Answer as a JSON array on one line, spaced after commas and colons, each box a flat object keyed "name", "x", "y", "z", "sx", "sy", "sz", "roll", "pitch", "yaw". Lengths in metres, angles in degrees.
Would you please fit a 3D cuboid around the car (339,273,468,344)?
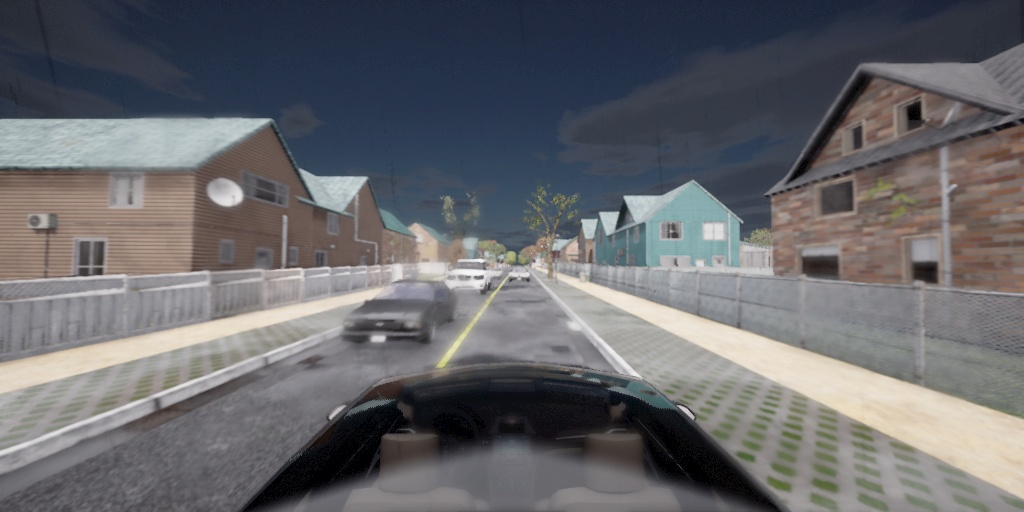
[{"name": "car", "x": -2.724, "y": 1.376, "z": 10.118, "sx": 2.033, "sy": 1.411, "sz": 5.357, "roll": 0, "pitch": -1, "yaw": 1}]

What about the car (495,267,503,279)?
[{"name": "car", "x": -2.018, "y": 1.848, "z": 38.605, "sx": 1.895, "sy": 1.301, "sz": 4.718, "roll": 0, "pitch": -1, "yaw": 1}]

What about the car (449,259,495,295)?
[{"name": "car", "x": -2.462, "y": 1.199, "z": 21.830, "sx": 2.150, "sy": 2.045, "sz": 5.566, "roll": 0, "pitch": -1, "yaw": 2}]

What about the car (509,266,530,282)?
[{"name": "car", "x": 0.692, "y": 1.762, "z": 33.882, "sx": 1.895, "sy": 1.301, "sz": 4.718, "roll": 0, "pitch": -1, "yaw": 2}]
